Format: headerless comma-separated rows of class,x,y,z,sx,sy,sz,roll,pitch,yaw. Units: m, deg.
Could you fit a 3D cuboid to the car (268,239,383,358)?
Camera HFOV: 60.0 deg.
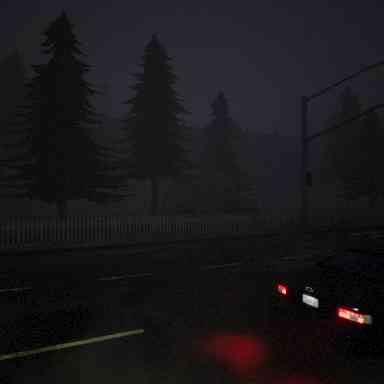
car,3.891,1.547,5.698,5.357,1.411,2.033,0,0,-26
